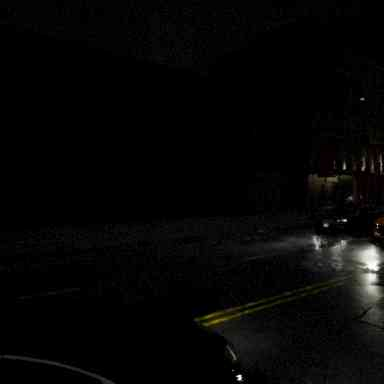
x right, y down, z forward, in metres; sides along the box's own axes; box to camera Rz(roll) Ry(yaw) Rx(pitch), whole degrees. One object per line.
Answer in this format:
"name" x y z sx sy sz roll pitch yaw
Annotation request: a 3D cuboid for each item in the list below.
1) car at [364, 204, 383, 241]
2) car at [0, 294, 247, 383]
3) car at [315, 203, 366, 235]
"car" 9.994 1.344 14.811 5.008 1.535 1.882 -1 0 -35
"car" -1.750 1.506 2.189 4.892 1.490 1.837 -1 0 -36
"car" 8.582 1.353 17.795 4.902 1.511 2.128 -1 0 -36
